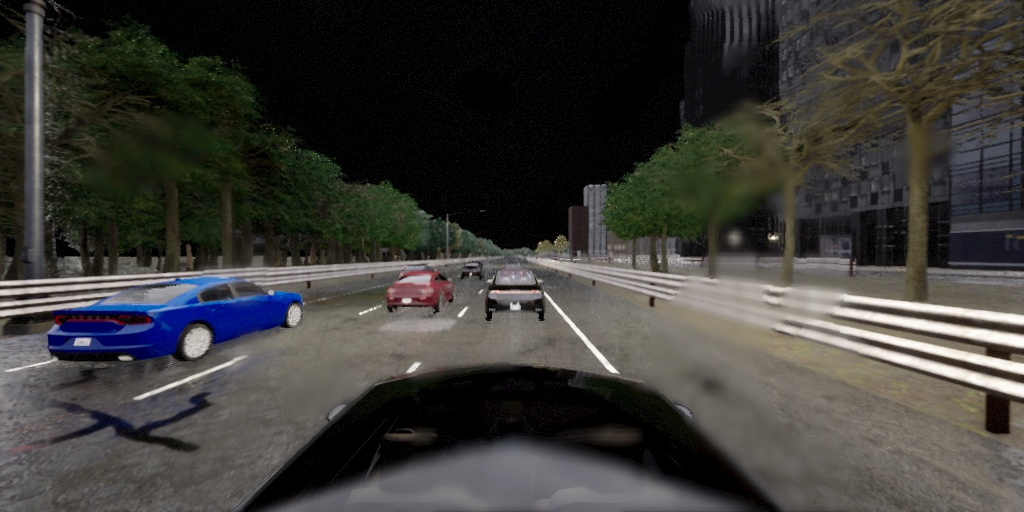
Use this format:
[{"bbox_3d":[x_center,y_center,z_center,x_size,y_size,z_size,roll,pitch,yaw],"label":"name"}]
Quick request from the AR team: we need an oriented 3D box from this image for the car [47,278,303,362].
[{"bbox_3d":[-6.902,1.232,8.237,1.882,1.535,5.008,0,0,0],"label":"car"}]

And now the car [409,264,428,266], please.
[{"bbox_3d":[-6.904,1.309,26.826,2.033,1.411,5.357,0,0,0],"label":"car"}]

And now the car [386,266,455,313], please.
[{"bbox_3d":[-3.402,1.283,13.903,1.812,1.442,4.674,0,0,0],"label":"car"}]

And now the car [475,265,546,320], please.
[{"bbox_3d":[0.098,1.248,12.579,2.128,1.511,4.902,0,0,0],"label":"car"}]

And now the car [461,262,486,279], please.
[{"bbox_3d":[-3.407,1.268,32.122,1.837,1.490,4.892,0,0,0],"label":"car"}]
